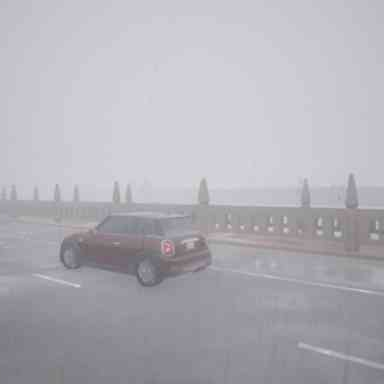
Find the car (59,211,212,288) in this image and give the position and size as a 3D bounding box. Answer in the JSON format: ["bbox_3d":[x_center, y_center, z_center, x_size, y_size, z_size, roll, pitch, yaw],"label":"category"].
[{"bbox_3d":[-1.759,1.355,9.507,4.553,1.767,2.097,0,0,36],"label":"car"}]
